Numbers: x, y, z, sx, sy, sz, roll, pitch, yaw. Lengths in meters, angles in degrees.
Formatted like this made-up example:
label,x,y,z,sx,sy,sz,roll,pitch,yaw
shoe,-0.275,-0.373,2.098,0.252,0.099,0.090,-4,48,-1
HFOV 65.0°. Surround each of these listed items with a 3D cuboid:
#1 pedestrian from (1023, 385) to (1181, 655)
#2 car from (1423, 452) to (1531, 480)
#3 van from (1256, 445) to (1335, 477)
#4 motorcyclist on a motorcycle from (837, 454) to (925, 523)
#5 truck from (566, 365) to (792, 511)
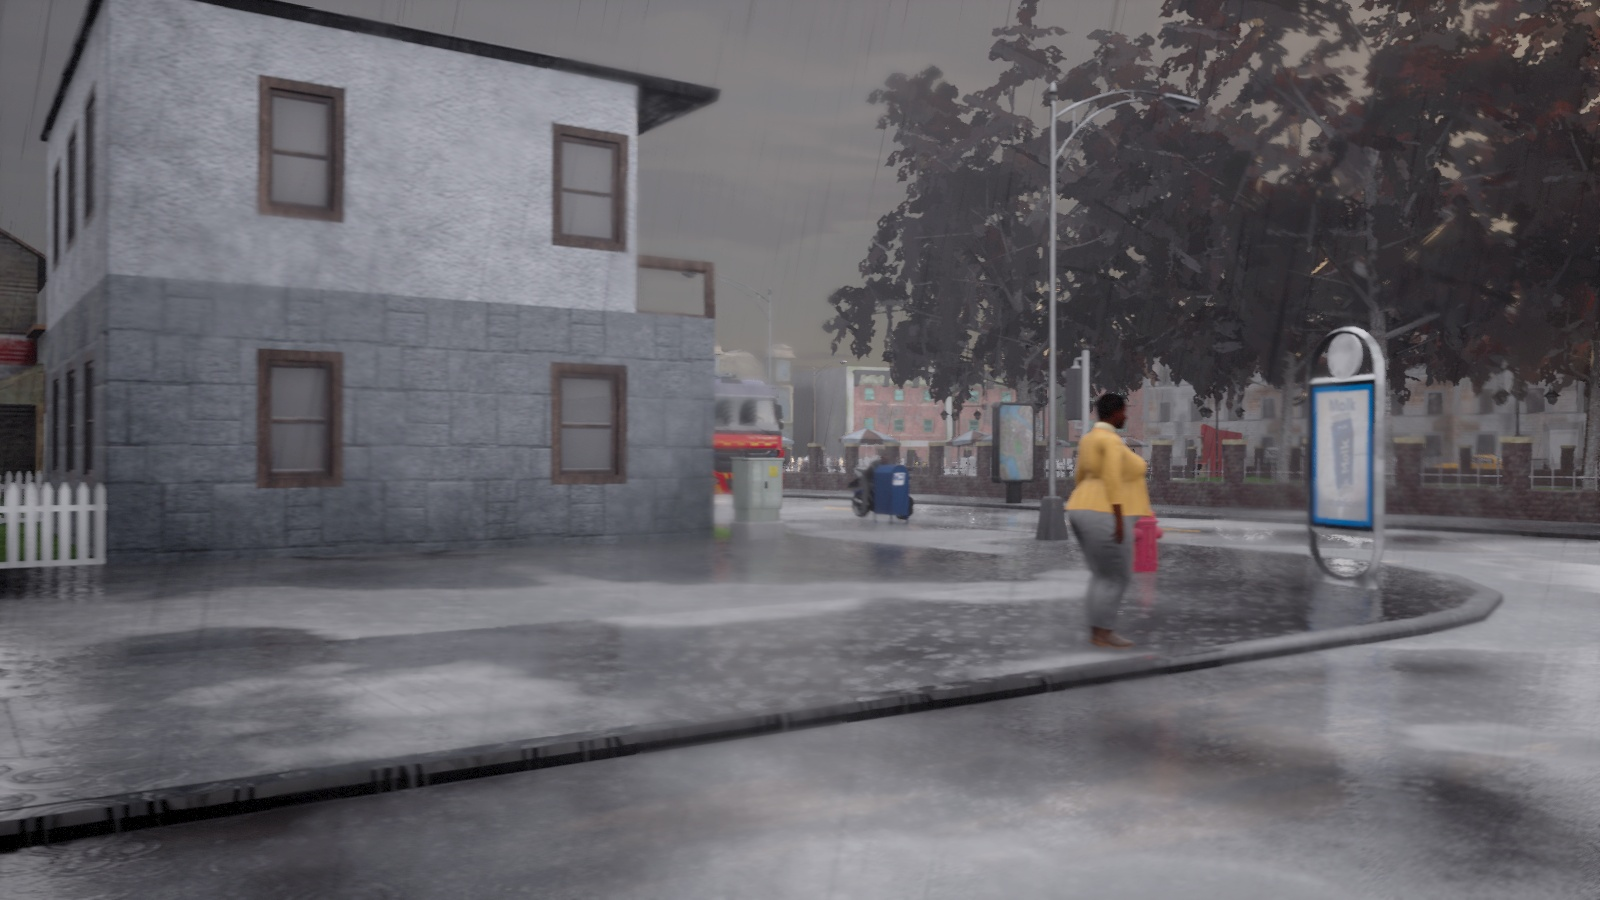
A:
label,x,y,z,sx,sy,sz,roll,pitch,yaw
pedestrian,2.159,0.479,9.086,0.900,1.855,0.874,0,0,-3
car,37.951,0.884,70.502,1.882,1.535,5.008,0,0,-35
van,31.443,0.695,79.807,1.775,1.987,4.442,0,0,-35
motorcyclist on a motorcycle,1.857,0.865,29.140,0.866,1.530,2.191,0,0,-35
truck,-3.821,-0.303,37.287,2.891,3.827,8.468,0,0,-35
